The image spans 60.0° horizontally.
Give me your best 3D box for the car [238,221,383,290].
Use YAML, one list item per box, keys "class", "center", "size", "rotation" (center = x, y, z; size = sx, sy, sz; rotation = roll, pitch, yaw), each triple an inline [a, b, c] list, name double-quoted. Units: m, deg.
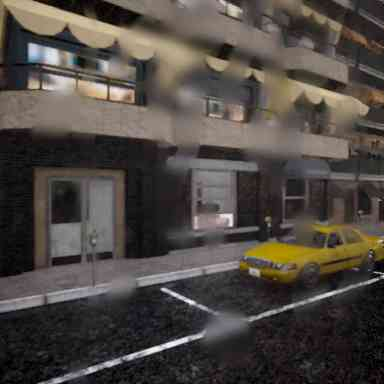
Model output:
- class: "car"
  center: [3.389, 1.496, 8.976]
  size: [4.829, 1.417, 1.752]
  rotation: [0, 0, -36]
